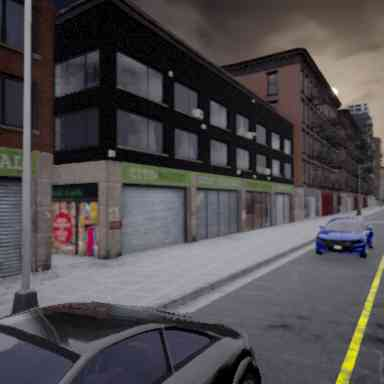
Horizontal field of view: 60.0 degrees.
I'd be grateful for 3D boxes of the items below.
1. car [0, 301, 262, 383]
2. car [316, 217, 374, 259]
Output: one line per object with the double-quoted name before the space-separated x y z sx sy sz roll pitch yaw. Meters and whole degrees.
"car" -1.058 1.650 2.349 1.994 1.385 4.181 -2 -2 33
"car" 6.886 1.876 14.796 1.882 1.535 5.008 -2 -2 32
